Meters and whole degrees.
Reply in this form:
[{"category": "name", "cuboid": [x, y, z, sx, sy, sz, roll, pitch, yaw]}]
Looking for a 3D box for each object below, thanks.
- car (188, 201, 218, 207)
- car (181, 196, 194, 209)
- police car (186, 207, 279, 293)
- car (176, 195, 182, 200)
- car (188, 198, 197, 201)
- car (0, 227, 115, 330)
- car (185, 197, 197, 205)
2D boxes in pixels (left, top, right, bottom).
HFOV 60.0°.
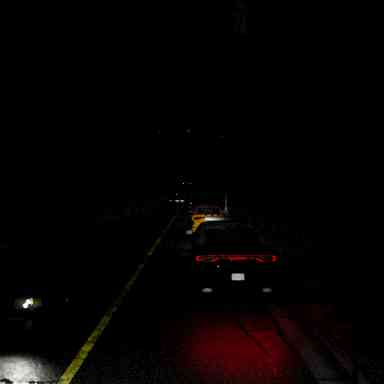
[{"category": "car", "cuboid": [0.848, 1.475, 18.857, 1.882, 1.535, 5.008, 0, 0, 0]}, {"category": "car", "cuboid": [-0.122, 1.544, 45.759, 2.033, 1.411, 5.357, 0, 0, 0]}, {"category": "police car", "cuboid": [0.876, 1.424, 8.965, 1.930, 1.638, 5.238, 0, 0, 0]}, {"category": "car", "cuboid": [-3.244, 1.508, 87.838, 1.994, 1.385, 4.181, 0, 0, 0]}, {"category": "car", "cuboid": [0.831, 1.475, 24.857, 1.882, 1.535, 5.008, 0, 0, 0]}, {"category": "car", "cuboid": [-3.121, 1.545, 7.429, 2.033, 1.411, 5.357, 0, 0, 0]}, {"category": "car", "cuboid": [-0.168, 1.552, 60.380, 1.994, 1.385, 4.181, 0, 0, 0]}]
